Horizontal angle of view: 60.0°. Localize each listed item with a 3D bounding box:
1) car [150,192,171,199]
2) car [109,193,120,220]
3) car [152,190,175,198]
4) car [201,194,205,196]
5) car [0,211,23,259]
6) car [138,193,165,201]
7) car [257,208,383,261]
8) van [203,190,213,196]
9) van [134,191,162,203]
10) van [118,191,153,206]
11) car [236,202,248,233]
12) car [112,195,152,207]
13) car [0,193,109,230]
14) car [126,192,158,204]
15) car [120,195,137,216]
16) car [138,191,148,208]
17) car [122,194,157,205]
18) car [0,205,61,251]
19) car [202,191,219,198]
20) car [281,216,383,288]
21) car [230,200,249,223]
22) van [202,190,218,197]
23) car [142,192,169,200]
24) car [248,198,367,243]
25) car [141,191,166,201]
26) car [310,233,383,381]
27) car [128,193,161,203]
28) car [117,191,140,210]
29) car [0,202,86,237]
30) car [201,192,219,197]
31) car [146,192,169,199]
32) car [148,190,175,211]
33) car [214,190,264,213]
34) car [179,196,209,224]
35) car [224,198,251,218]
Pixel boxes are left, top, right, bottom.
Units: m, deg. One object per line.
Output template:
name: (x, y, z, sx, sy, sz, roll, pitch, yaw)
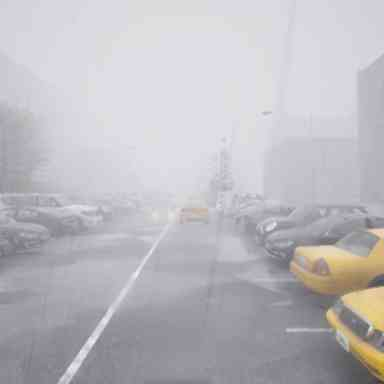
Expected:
car: (-7.514, 0.809, 78.888, 4.792, 1.488, 2.163, 0, 1, 0)
car: (-7.636, 1.157, 22.891, 4.553, 1.767, 2.185, 0, 1, 0)
car: (-7.439, 0.452, 87.266, 5.566, 2.045, 2.435, 0, 1, 0)
car: (0.183, 1.209, 40.905, 1.994, 1.385, 4.181, 0, 1, 0)
car: (-7.628, 1.409, 8.925, 4.892, 1.521, 2.231, 0, 1, 0)
car: (-7.515, 0.931, 62.127, 4.892, 1.521, 2.231, 0, 1, 0)
car: (4.704, 1.405, 10.025, 4.892, 1.521, 2.231, 0, 1, 0)
van: (4.939, 0.657, 67.965, 4.442, 1.987, 1.878, 0, 1, 0)
van: (-7.416, 0.754, 56.537, 4.442, 1.987, 1.878, 0, 1, 0)
van: (-7.673, 0.855, 45.364, 4.442, 1.987, 1.878, 0, 1, 0)
car: (4.740, 1.381, 15.776, 4.792, 1.488, 2.163, 0, 1, 0)
car: (-7.591, 1.135, 42.570, 4.792, 1.488, 2.163, 0, 1, 0)
car: (-7.588, 1.081, 17.428, 5.566, 2.045, 2.435, 0, 1, 0)
car: (-7.575, 0.905, 50.950, 4.553, 1.767, 2.185, 0, 1, 0)
car: (-7.562, 1.261, 28.603, 4.792, 1.488, 2.163, 0, 1, 0)
car: (-7.537, 1.005, 39.778, 4.553, 1.767, 2.185, 0, 1, 0)
car: (-7.548, 1.096, 48.159, 4.674, 1.452, 2.002, 0, 1, 0)
car: (-7.634, 1.383, 11.843, 4.892, 1.521, 2.231, 0, 1, 0)
car: (4.832, 0.581, 87.505, 4.553, 1.767, 2.185, 0, 0, 0)
car: (4.877, 1.428, 6.962, 5.366, 1.575, 1.946, 0, 1, 0)
car: (4.714, 1.365, 18.715, 4.674, 1.452, 2.002, 0, 1, 0)
van: (4.992, 0.459, 93.070, 4.442, 1.987, 1.878, 0, 0, 0)
car: (-7.688, 0.851, 70.507, 5.366, 1.575, 1.946, 0, 1, 0)
car: (4.736, 1.253, 12.836, 4.553, 1.767, 2.185, 0, 1, 0)
car: (-7.483, 0.779, 64.917, 4.553, 1.767, 2.185, 0, 1, 0)
car: (4.500, 1.454, 4.023, 5.366, 1.575, 1.946, 0, 1, 0)
car: (-7.534, 1.006, 53.621, 5.008, 1.535, 2.097, 0, 1, 0)
car: (-7.618, 1.081, 31.397, 4.553, 1.767, 2.185, 0, 1, 0)
car: (-7.616, 1.357, 14.636, 5.008, 1.535, 2.097, 0, 1, 0)
car: (4.875, 0.686, 90.295, 5.008, 1.535, 2.097, 0, 0, 0)
car: (-7.526, 0.859, 73.300, 4.792, 1.488, 2.163, 0, 1, 0)
car: (-3.022, 0.908, 36.013, 2.150, 2.045, 5.566, 0, 1, 0)
car: (4.764, 0.995, 27.526, 5.566, 2.045, 2.435, 0, 1, 0)
car: (0.146, 1.283, 22.938, 1.882, 1.535, 5.008, 0, 1, 0)
car: (4.721, 1.338, 21.777, 4.674, 1.452, 2.002, 0, 1, 0)
